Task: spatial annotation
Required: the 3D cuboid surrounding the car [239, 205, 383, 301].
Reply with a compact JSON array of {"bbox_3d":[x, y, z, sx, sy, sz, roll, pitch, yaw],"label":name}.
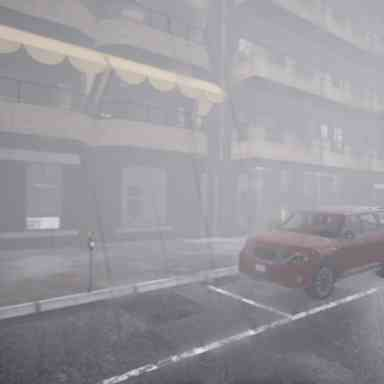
[{"bbox_3d":[3.522,1.316,8.591,5.009,1.841,2.192,0,1,-36],"label":"car"}]
